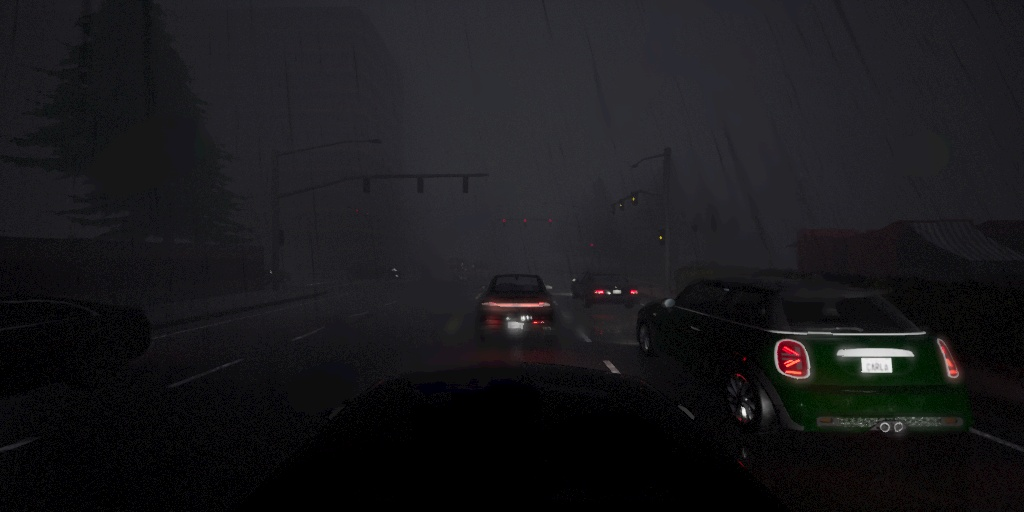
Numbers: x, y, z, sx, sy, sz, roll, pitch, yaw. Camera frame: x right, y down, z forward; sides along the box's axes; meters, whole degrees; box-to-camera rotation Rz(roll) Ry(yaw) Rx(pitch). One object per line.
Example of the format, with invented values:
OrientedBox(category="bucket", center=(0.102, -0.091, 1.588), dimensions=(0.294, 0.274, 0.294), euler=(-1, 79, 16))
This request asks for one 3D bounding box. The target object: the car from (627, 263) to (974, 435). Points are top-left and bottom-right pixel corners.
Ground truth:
OrientedBox(category="car", center=(3.630, 1.102, 5.677), dimensions=(2.097, 1.767, 4.553), euler=(0, 0, 0))

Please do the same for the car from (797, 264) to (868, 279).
OrientedBox(category="car", center=(29.077, 1.406, 32.666), dimensions=(4.718, 1.301, 1.895), euler=(0, 0, 1))

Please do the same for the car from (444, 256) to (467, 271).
OrientedBox(category="car", center=(-7.624, 1.102, 47.906), dimensions=(2.097, 1.767, 4.553), euler=(0, 0, -12))

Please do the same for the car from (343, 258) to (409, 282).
OrientedBox(category="car", center=(-11.310, 1.144, 29.598), dimensions=(4.553, 1.767, 2.097), euler=(0, 0, 1))

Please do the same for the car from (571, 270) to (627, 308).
OrientedBox(category="car", center=(3.707, 1.297, 15.050), dimensions=(2.033, 1.411, 5.357), euler=(0, 0, 1))

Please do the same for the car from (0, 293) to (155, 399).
OrientedBox(category="car", center=(-7.066, 1.241, 4.034), dimensions=(2.128, 1.511, 4.902), euler=(0, 0, 1))

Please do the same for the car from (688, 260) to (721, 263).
OrientedBox(category="car", center=(16.342, 1.157, 29.167), dimensions=(4.553, 1.767, 2.097), euler=(0, 0, 1))

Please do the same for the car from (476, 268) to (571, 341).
OrientedBox(category="car", center=(0.135, 1.242, 9.873), dimensions=(2.128, 1.511, 4.902), euler=(0, 0, 1))

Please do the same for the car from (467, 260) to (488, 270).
OrientedBox(category="car", center=(-4.714, 1.314, 51.535), dimensions=(1.994, 1.385, 4.181), euler=(0, 0, -18))

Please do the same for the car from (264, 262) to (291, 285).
OrientedBox(category="car", center=(-18.795, 1.157, 26.217), dimensions=(4.553, 1.767, 2.097), euler=(0, 0, 1))

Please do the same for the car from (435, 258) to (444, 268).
OrientedBox(category="car", center=(-10.192, 1.351, 56.521), dimensions=(1.895, 1.301, 4.718), euler=(0, 0, -26))
